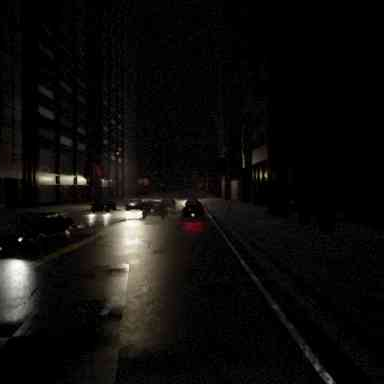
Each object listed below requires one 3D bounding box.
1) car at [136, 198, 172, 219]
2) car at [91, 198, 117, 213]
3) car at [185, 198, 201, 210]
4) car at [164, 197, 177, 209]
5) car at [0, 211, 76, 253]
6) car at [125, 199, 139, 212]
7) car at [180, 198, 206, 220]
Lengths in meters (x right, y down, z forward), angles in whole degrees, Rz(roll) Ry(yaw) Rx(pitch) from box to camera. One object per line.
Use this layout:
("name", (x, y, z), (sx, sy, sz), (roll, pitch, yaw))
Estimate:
("car", (-3.159, 1.527, 28.844), (2.033, 1.411, 5.357), (0, 0, 0))
("car", (-9.767, 1.450, 37.028), (1.882, 1.535, 5.008), (0, 0, 1))
("car", (0.102, 1.516, 43.823), (2.033, 1.411, 5.357), (0, 0, 0))
("car", (-3.148, 1.459, 44.522), (2.128, 1.511, 4.902), (0, 0, 0))
("car", (-6.588, 1.537, 13.978), (2.033, 1.411, 5.357), (0, 0, 0))
("car", (-6.493, 1.519, 39.214), (2.033, 1.411, 5.357), (0, 0, 0))
("car", (0.086, 1.487, 27.785), (1.837, 1.490, 4.892), (0, 1, 0))
